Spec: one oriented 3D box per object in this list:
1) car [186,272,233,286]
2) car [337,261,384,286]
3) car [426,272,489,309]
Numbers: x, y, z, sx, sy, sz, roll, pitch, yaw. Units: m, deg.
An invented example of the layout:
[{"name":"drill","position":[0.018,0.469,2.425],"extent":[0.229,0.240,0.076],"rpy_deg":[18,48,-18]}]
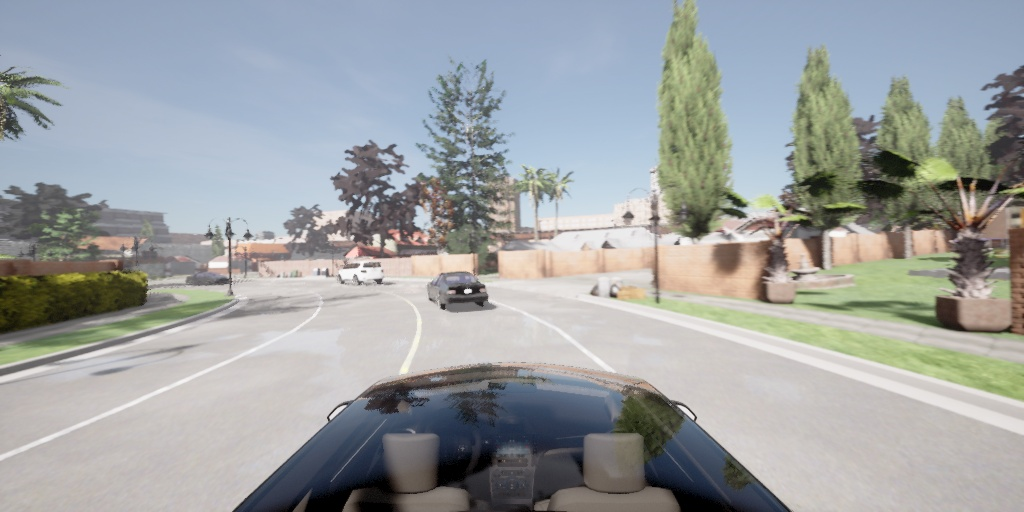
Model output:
[{"name":"car","position":[-32.084,2.409,37.974],"extent":[5.357,1.411,2.033],"rpy_deg":[-2,0,22]},{"name":"car","position":[-13.291,1.482,31.396],"extent":[5.566,2.045,2.150],"rpy_deg":[-2,-1,43]},{"name":"car","position":[-2.554,1.403,15.779],"extent":[2.033,1.411,5.357],"rpy_deg":[-1,0,-21]}]
